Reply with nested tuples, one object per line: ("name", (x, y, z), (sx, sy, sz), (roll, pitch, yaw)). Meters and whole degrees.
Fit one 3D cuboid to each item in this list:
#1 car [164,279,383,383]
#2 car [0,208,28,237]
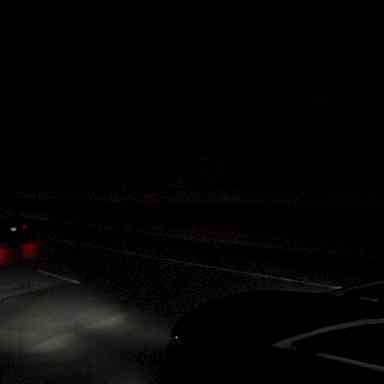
("car", (1.955, 1.498, 2.706), (4.902, 1.511, 2.128), (0, 0, 36))
("car", (-10.148, 1.589, 17.403), (4.674, 1.442, 1.812), (0, 0, 44))
